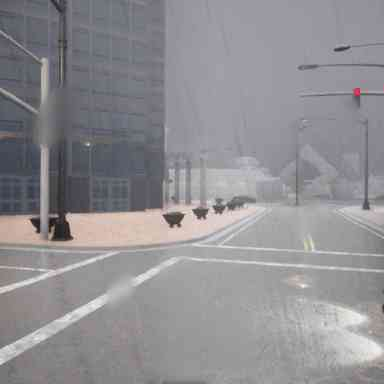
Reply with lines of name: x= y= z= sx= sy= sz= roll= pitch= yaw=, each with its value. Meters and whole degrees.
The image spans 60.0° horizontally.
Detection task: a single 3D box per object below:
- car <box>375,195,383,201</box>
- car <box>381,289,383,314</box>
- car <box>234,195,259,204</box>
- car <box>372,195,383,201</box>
car: x=48.113 y=1.458 z=82.533 sx=1.994 sy=1.385 sz=4.181 roll=0 pitch=0 yaw=-27
car: x=5.090 y=1.563 z=4.660 sx=4.181 sy=1.385 sz=1.994 roll=0 pitch=0 yaw=17
car: x=9.534 y=1.297 z=58.887 sx=2.128 sy=1.511 sz=4.902 roll=0 pitch=0 yaw=-43
car: x=45.648 y=1.429 z=79.605 sx=1.812 sy=1.442 sz=4.674 roll=0 pitch=0 yaw=-29
